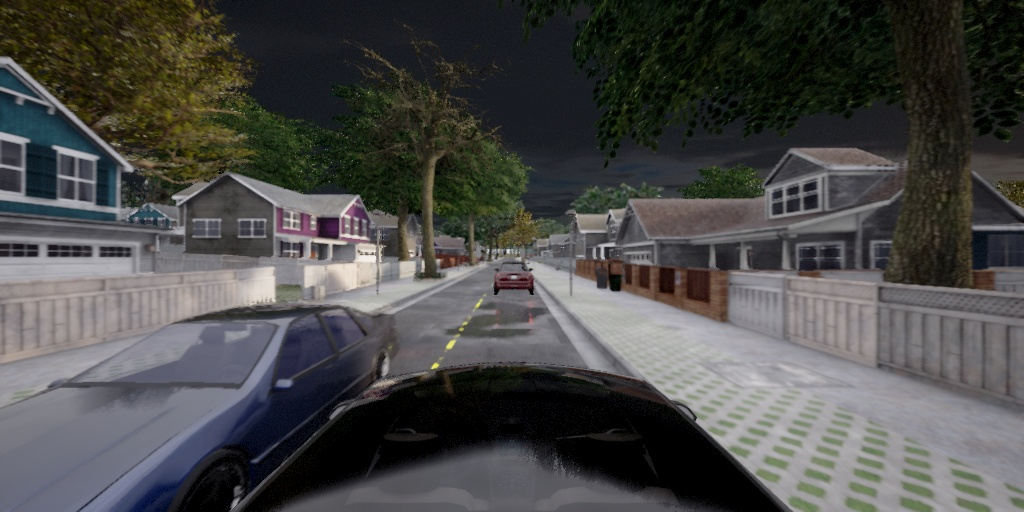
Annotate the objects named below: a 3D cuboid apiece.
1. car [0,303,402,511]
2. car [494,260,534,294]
[{"bbox_3d":[-2.832,1.297,4.009,2.033,1.411,5.357,0,0,0],"label":"car"},{"bbox_3d":[0.102,1.078,20.065,2.097,1.767,4.553,0,0,0],"label":"car"}]
